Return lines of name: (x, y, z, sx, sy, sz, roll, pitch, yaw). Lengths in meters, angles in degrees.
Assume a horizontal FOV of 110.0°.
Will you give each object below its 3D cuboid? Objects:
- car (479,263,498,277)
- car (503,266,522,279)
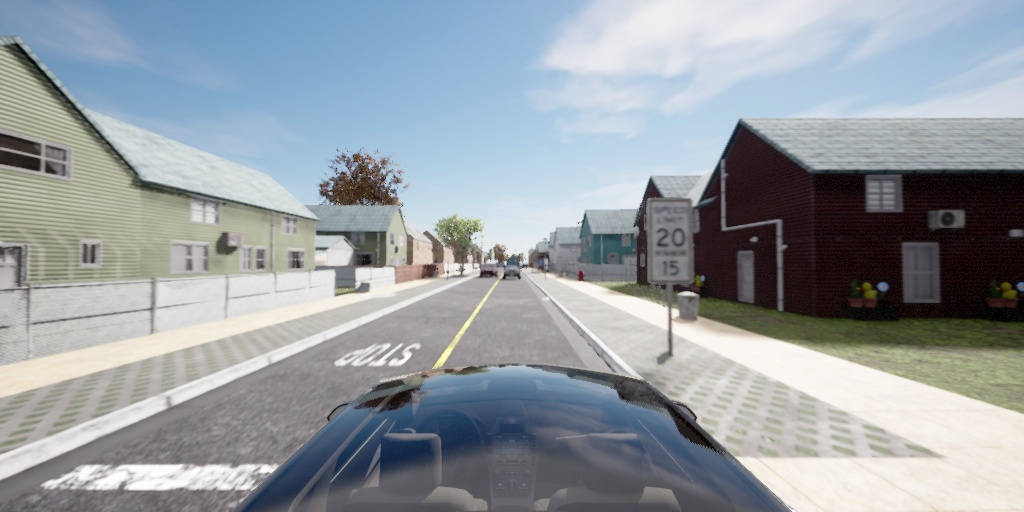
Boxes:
car: (-2.747, 1.653, 43.535, 2.097, 1.767, 4.553, 0, -1, 0)
car: (0.001, 1.754, 38.917, 1.812, 1.442, 4.674, 0, -1, 0)
